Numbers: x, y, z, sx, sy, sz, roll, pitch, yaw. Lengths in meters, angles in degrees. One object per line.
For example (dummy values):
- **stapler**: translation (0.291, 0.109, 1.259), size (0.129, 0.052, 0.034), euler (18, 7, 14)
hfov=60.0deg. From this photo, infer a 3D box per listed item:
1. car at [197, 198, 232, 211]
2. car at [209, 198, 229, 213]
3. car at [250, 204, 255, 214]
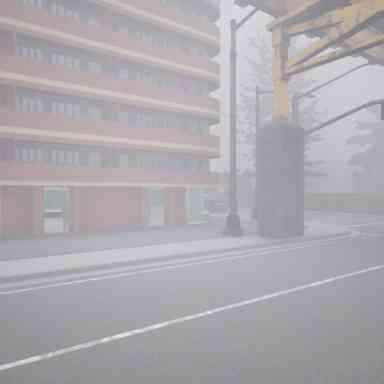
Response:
- **car**: translation (2.787, 1.526, 42.053), size (1.812, 1.442, 4.674), euler (0, 0, -35)
- **car**: translation (1.939, 1.526, 36.865), size (1.812, 1.442, 4.674), euler (0, 0, -35)
- **car**: translation (7.337, 1.478, 29.196), size (1.882, 1.535, 5.008), euler (0, 0, -35)
